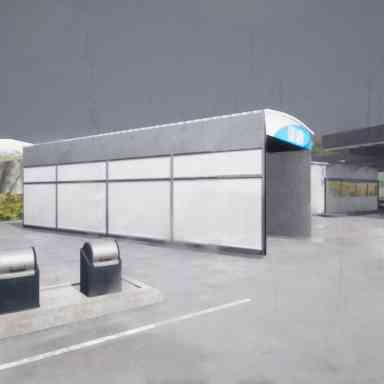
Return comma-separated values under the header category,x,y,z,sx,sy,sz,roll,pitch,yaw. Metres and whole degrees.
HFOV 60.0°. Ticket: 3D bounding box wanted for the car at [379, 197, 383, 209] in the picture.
category,x,y,z,sx,sy,sz,roll,pitch,yaw
car,25.113,1.480,43.923,4.611,1.667,2.242,0,0,-37
